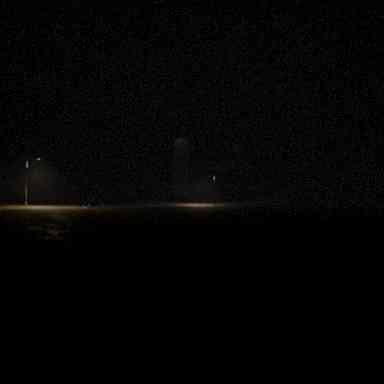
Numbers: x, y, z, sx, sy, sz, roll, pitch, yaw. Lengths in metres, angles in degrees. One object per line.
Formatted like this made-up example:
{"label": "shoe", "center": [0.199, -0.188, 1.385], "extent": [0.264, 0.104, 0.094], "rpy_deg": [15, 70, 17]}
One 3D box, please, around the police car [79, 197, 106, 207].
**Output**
{"label": "police car", "center": [-18.084, 1.774, 60.425], "extent": [1.930, 1.638, 5.238], "rpy_deg": [2, 0, 36]}
